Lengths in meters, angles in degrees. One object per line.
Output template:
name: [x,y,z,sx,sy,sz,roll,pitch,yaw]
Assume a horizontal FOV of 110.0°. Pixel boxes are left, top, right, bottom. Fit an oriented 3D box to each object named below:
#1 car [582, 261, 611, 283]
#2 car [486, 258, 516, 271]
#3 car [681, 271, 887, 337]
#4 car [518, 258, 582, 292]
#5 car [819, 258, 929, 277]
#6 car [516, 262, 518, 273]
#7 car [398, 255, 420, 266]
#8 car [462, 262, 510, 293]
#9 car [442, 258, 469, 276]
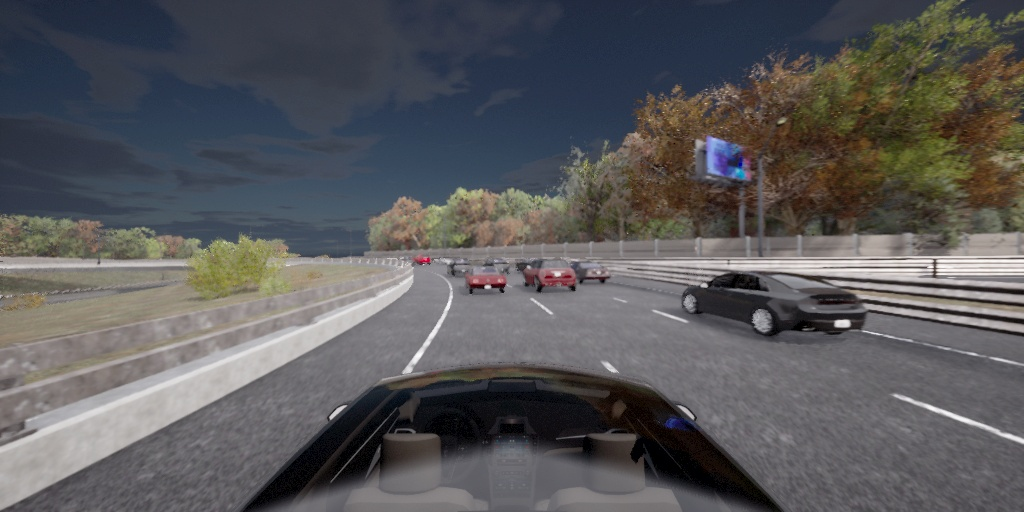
car: [4.789,1.045,24.382,2.033,1.411,5.357,-1,1,-12]
car: [-1.629,0.982,34.463,2.128,1.511,4.902,-1,1,-18]
car: [6.583,1.143,9.785,1.837,1.490,4.892,0,0,-5]
car: [1.953,0.920,20.013,2.097,1.767,4.553,-1,0,-10]
car: [24.011,0.816,23.953,5.357,1.411,2.033,0,1,20]
car: [1.729,0.933,35.400,2.128,1.511,4.902,-1,1,-17]
car: [-17.823,0.956,60.395,2.128,1.511,4.902,-1,1,-33]
car: [-1.540,1.217,19.550,1.895,1.301,4.718,-1,0,-10]
car: [-4.862,1.033,33.072,2.128,1.511,4.902,-1,1,-17]
